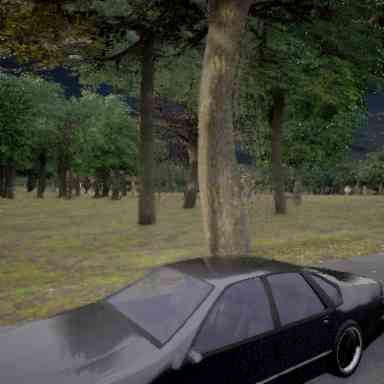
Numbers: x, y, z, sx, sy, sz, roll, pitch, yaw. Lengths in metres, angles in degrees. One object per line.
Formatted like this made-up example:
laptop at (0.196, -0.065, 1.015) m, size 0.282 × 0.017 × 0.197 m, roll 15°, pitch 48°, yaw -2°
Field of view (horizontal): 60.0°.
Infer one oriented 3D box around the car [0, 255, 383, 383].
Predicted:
car at (0.322, 1.559, 4.018) m, size 5.357 × 1.411 × 2.033 m, roll 0°, pitch 0°, yaw -35°

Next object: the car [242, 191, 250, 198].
car at (11.770, 0.503, 79.870) m, size 2.097 × 1.767 × 4.553 m, roll 2°, pitch -1°, yaw -34°

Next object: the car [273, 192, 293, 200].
car at (19.056, 0.828, 69.233) m, size 2.128 × 1.511 × 4.902 m, roll 2°, pitch -1°, yaw -34°
